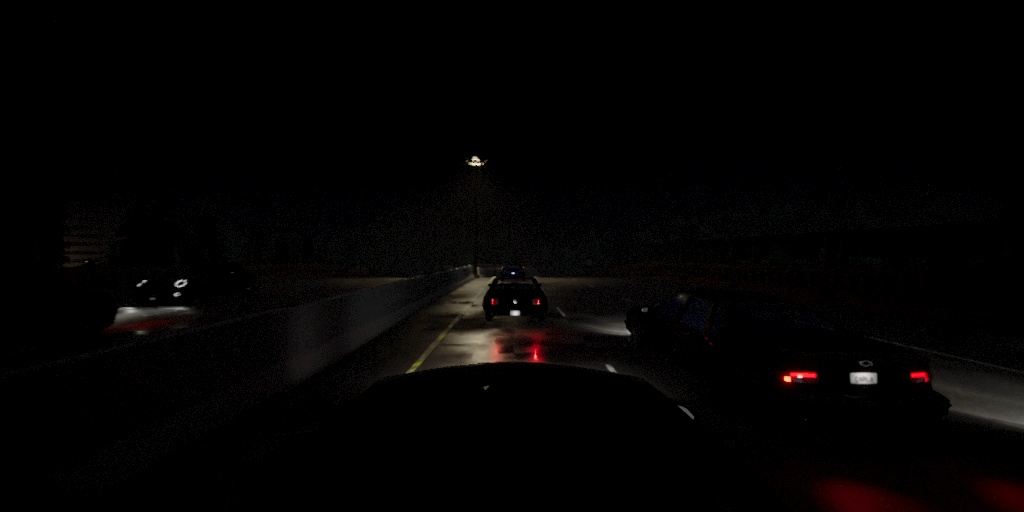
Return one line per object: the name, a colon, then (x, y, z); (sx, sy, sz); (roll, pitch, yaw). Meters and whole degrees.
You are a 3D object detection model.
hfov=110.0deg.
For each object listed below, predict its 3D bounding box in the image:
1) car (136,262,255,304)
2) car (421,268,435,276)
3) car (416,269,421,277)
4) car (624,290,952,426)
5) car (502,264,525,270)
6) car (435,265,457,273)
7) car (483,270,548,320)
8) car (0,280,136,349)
car: (-14.098, 1.099, 16.298); (2.097, 1.767, 4.553); (0, 0, 0)
car: (-10.570, 2.367, 48.896); (1.895, 1.301, 4.718); (0, -5, 0)
car: (-14.035, 2.962, 58.611); (2.150, 2.045, 5.566); (0, -6, 1)
car: (3.600, 1.296, 6.182); (2.033, 1.411, 5.357); (0, 0, 0)
car: (0.101, 1.341, 29.816); (1.994, 1.385, 4.181); (0, -1, 0)
car: (-7.083, 1.744, 40.845); (1.994, 1.385, 4.181); (0, -3, 0)
car: (0.100, 1.348, 12.521); (1.895, 1.301, 4.718); (0, 0, 0)
car: (-10.599, 1.255, 6.716); (1.837, 1.490, 4.892); (0, 0, 0)
